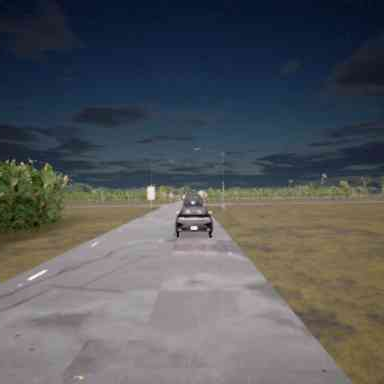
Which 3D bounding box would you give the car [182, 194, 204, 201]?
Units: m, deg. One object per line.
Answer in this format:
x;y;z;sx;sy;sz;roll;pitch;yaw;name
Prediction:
0.109;1.249;35.833;2.150;2.045;5.566;0;0;0;car

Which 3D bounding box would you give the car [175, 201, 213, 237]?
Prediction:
0.104;1.454;17.789;2.128;1.511;4.902;0;0;0;car
